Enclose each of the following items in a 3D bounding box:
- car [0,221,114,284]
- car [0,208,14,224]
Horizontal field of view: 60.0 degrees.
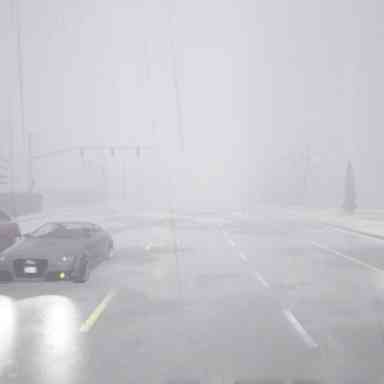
[{"bbox_3d":[-3.566,1.524,9.348,1.994,1.385,4.181,0,0,0],"label":"car"},{"bbox_3d":[-7.063,1.309,9.869,2.097,1.767,4.553,0,0,0],"label":"car"}]
